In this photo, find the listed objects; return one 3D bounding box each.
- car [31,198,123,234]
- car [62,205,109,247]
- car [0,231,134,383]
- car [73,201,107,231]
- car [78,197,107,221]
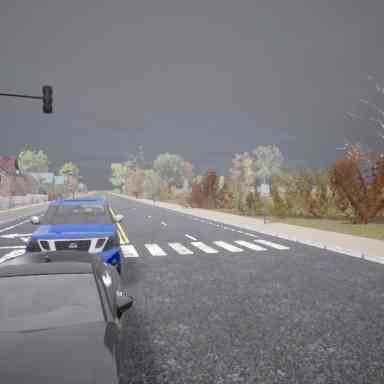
[{"bbox_3d":[-3.358,1.218,9.994,2.150,2.045,5.566,0,0,-15],"label":"car"},{"bbox_3d":[-5.016,1.498,16.065,1.837,1.490,4.892,0,0,-15],"label":"car"},{"bbox_3d":[-1.718,1.524,3.905,1.812,1.442,4.674,0,0,-13],"label":"car"},{"bbox_3d":[-6.585,1.468,21.811,1.882,1.535,5.008,0,0,-15],"label":"car"},{"bbox_3d":[-8.146,1.338,27.544,2.097,1.767,4.553,0,0,-15],"label":"car"}]
